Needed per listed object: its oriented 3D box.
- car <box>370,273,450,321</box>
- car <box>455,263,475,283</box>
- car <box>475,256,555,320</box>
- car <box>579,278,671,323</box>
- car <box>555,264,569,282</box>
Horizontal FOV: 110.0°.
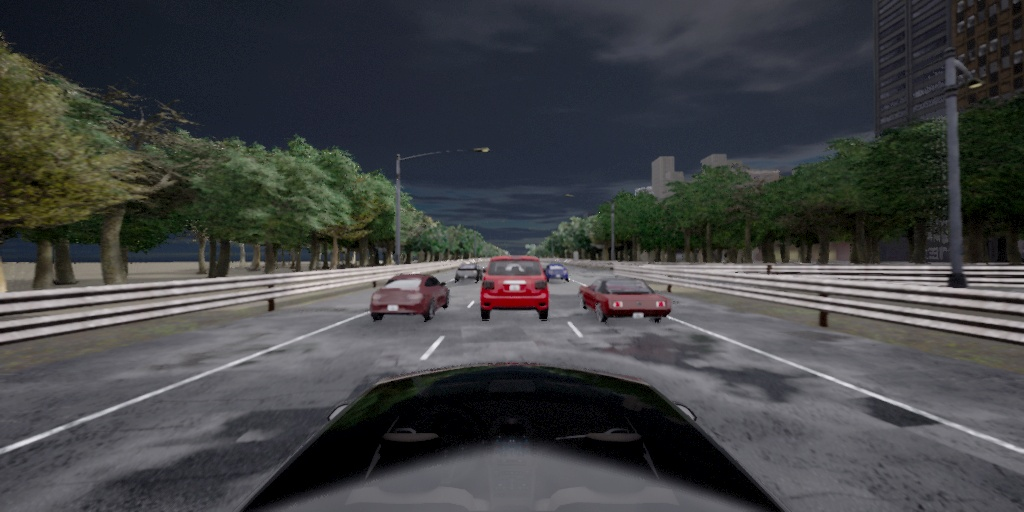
[{"bbox_3d":[-3.415,1.333,12.600,1.812,1.442,4.674,0,0,0],"label":"car"},{"bbox_3d":[-3.402,1.344,29.050,2.128,1.511,4.902,0,0,0],"label":"car"},{"bbox_3d":[0.089,1.030,13.054,2.150,2.045,5.566,0,0,0],"label":"car"},{"bbox_3d":[3.585,1.408,12.370,1.895,1.301,4.718,0,0,0],"label":"car"},{"bbox_3d":[3.601,1.379,30.093,1.812,1.442,4.674,0,0,0],"label":"car"}]
